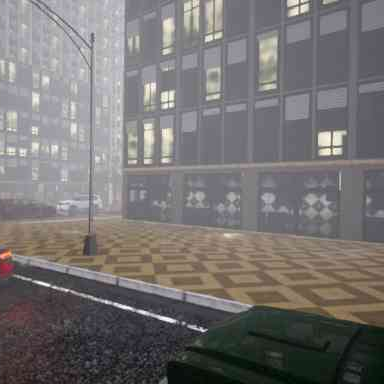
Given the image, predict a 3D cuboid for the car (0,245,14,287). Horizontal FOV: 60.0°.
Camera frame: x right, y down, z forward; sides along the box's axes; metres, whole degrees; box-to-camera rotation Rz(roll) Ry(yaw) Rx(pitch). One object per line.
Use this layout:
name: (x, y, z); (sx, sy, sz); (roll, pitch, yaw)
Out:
car: (-6.076, 1.520, 7.983); (4.674, 1.442, 1.812); (0, 0, 35)

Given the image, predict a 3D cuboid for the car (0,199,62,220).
car: (-14.819, 1.515, 29.926); (2.192, 1.841, 5.009); (1, 0, 36)

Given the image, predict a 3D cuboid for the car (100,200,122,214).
car: (-8.043, 1.826, 39.153); (1.752, 1.417, 4.829); (1, 0, 36)

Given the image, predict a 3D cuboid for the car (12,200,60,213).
car: (-18.339, 1.637, 39.293); (1.752, 1.417, 4.829); (1, 0, 36)

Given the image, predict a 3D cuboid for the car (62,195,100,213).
car: (-13.773, 1.412, 41.112); (2.150, 2.045, 5.566); (1, 0, 36)

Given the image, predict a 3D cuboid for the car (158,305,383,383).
car: (2.035, 1.601, 2.235); (4.718, 1.301, 1.895); (0, 0, 35)
